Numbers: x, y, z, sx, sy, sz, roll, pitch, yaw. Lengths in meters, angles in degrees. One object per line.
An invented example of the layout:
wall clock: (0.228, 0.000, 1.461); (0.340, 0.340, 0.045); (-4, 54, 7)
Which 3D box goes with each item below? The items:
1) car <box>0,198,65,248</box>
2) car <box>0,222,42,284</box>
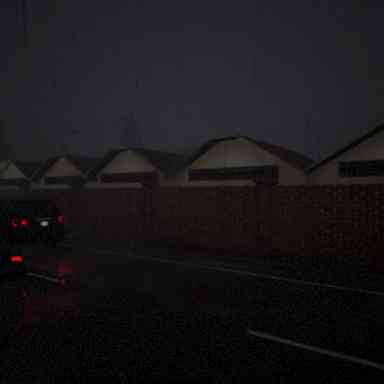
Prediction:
car: (-7.537, 1.253, 13.652); (5.566, 2.045, 2.150); (0, 0, 36)
car: (-6.306, 1.571, 8.452); (5.357, 1.411, 2.033); (0, 0, 36)
